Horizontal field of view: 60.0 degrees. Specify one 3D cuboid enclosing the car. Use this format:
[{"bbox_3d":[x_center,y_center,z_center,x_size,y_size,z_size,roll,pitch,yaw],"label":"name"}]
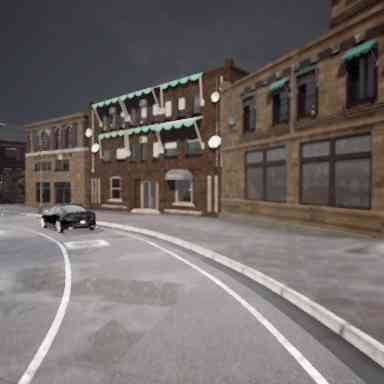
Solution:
[{"bbox_3d":[-7.337,1.442,19.455,1.882,1.535,5.008,0,0,-40],"label":"car"}]
